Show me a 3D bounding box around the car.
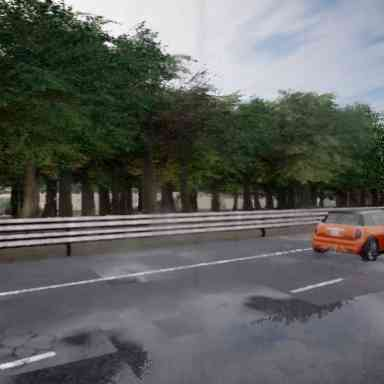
[{"bbox_3d":[6.738,1.477,12.865,4.553,1.767,2.097,1,0,-35],"label":"car"}]
